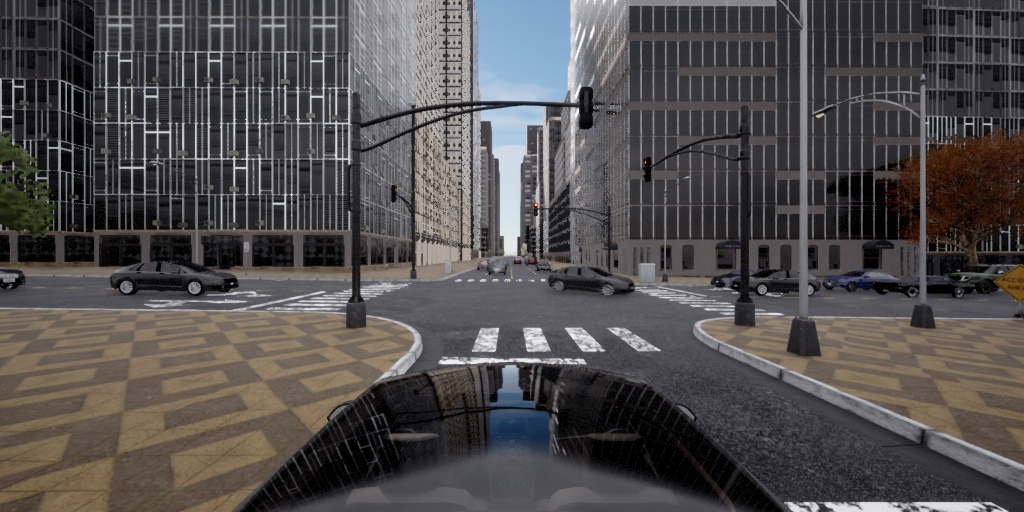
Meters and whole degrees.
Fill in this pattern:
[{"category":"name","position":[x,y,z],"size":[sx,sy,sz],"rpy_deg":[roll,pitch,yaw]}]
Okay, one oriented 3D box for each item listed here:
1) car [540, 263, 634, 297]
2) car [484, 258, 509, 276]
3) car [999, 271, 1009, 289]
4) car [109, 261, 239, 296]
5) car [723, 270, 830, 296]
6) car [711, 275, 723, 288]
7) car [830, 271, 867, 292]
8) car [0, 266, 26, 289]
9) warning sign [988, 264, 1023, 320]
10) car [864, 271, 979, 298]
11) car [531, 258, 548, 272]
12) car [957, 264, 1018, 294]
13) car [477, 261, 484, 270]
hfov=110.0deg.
[{"category":"car","position":[4.271,1.334,19.945],"size":[4.892,1.490,1.837],"rpy_deg":[2,3,38]},{"category":"car","position":[-1.520,1.258,37.973],"size":[2.128,1.511,4.902],"rpy_deg":[0,0,0]},{"category":"car","position":[34.124,1.914,22.418],"size":[4.674,1.442,1.812],"rpy_deg":[1,0,-2]},{"category":"car","position":[-15.512,0.994,16.649],"size":[4.892,1.490,1.837],"rpy_deg":[1,0,-3]},{"category":"car","position":[15.789,1.564,21.579],"size":[4.892,1.490,1.837],"rpy_deg":[1,0,-4]},{"category":"car","position":[16.160,1.629,24.839],"size":[4.181,1.385,1.994],"rpy_deg":[1,0,-3]},{"category":"car","position":[24.561,1.741,25.232],"size":[4.674,1.442,1.812],"rpy_deg":[1,0,-3]},{"category":"car","position":[-25.296,0.802,16.194],"size":[4.902,1.511,2.128],"rpy_deg":[1,0,-3]},{"category":"warning sign","position":[17.270,1.204,12.178],"size":[1.060,1.860,1.300],"rpy_deg":[0,0,-3]},{"category":"car","position":[25.033,1.826,22.004],"size":[4.718,1.301,1.895],"rpy_deg":[1,0,-3]},{"category":"car","position":[3.907,1.328,45.974],"size":[1.948,1.339,4.313],"rpy_deg":[0,0,0]},{"category":"car","position":[34.189,1.609,25.680],"size":[5.566,2.045,2.150],"rpy_deg":[1,0,-3]},{"category":"car","position":[-4.048,1.342,51.463],"size":[1.802,1.307,4.207],"rpy_deg":[0,0,0]}]
